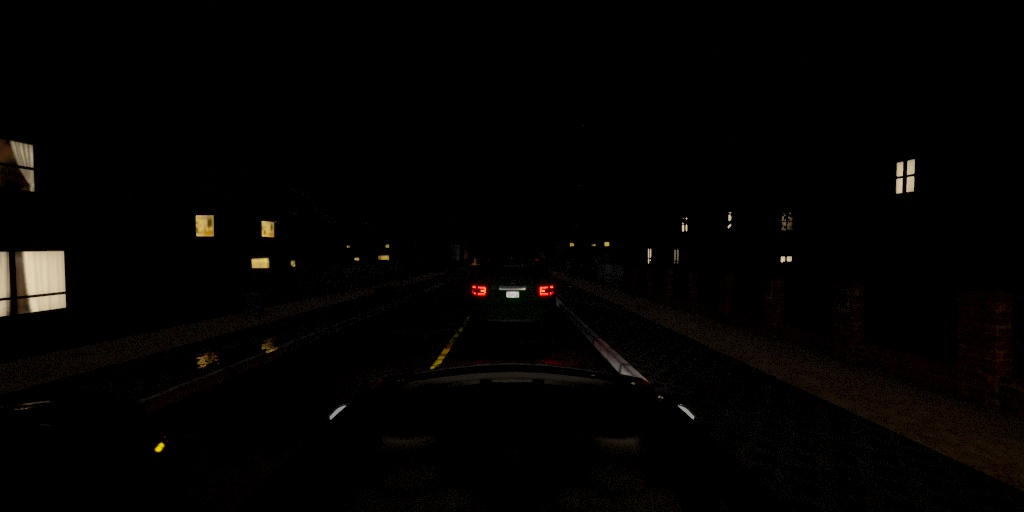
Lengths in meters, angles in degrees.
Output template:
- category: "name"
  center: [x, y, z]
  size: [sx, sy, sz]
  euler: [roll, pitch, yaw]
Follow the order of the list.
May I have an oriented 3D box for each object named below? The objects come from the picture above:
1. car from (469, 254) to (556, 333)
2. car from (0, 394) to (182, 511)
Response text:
- category: "car"
  center: [0.032, 0.970, 10.814]
  size: [2.150, 2.045, 5.566]
  euler: [0, 0, 0]
- category: "car"
  center: [-2.844, 1.278, 0.176]
  size: [1.812, 1.442, 4.674]
  euler: [0, 1, 1]
